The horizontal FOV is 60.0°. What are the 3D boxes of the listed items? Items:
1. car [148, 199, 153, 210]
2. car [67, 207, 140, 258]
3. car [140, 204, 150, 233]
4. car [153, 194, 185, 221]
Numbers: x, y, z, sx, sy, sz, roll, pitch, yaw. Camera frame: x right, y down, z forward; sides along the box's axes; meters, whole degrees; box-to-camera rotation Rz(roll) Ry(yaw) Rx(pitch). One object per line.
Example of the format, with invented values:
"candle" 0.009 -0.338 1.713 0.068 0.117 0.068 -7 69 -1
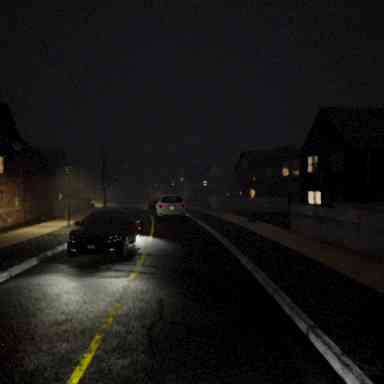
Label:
"car" -4.698 1.583 43.671 1.994 1.385 4.181 0 0 -12
"car" -3.339 1.474 12.992 1.882 1.535 5.008 0 0 -4
"car" -3.673 1.590 19.357 1.994 1.385 4.181 0 0 -5
"car" -1.811 1.213 27.120 2.150 2.045 5.566 0 0 -7
